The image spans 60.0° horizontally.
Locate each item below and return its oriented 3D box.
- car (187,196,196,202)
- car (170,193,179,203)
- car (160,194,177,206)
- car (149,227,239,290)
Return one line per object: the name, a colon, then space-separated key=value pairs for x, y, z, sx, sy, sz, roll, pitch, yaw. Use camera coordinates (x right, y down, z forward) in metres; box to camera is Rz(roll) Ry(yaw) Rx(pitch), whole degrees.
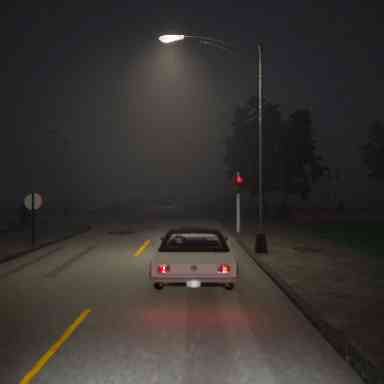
car: x=-0.010 y=1.432 z=70.246 sx=1.895 sy=1.301 sz=4.718 roll=0 pitch=0 yaw=0
car: x=-4.010 y=1.247 z=70.512 sx=2.150 sy=2.045 sz=5.566 roll=0 pitch=0 yaw=0
car: x=-4.077 y=1.565 z=54.789 sx=2.033 sy=1.411 sz=5.357 roll=0 pitch=0 yaw=0
car: x=0.055 y=1.604 z=9.055 sx=1.895 sy=1.301 sz=4.718 roll=0 pitch=0 yaw=0
